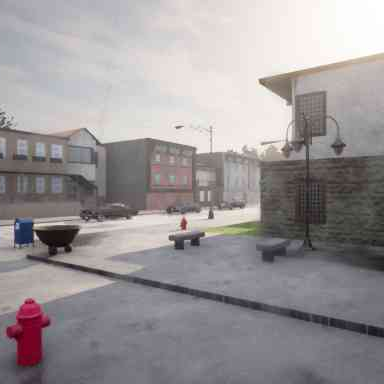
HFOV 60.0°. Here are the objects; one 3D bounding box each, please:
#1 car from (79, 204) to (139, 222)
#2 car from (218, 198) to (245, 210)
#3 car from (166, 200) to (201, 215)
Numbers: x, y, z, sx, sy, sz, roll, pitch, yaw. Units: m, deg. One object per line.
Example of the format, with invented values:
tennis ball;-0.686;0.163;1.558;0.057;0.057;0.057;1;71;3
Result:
car;-6.554;1.601;26.478;1.895;1.301;4.718;0;0;35
car;5.122;1.491;42.834;2.128;1.511;4.902;0;0;36
car;-0.806;1.564;34.550;1.994;1.385;4.181;0;0;35
